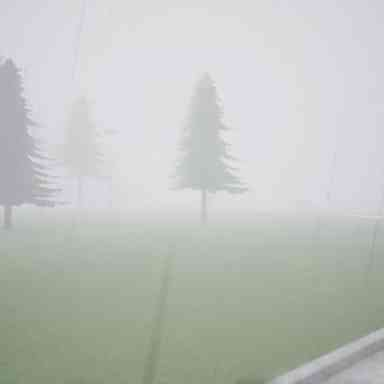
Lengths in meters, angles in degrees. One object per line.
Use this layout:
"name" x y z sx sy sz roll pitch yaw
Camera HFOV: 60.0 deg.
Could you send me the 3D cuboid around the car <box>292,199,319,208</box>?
"car" 19.730 2.056 58.071 1.837 1.490 4.892 1 -1 -35
